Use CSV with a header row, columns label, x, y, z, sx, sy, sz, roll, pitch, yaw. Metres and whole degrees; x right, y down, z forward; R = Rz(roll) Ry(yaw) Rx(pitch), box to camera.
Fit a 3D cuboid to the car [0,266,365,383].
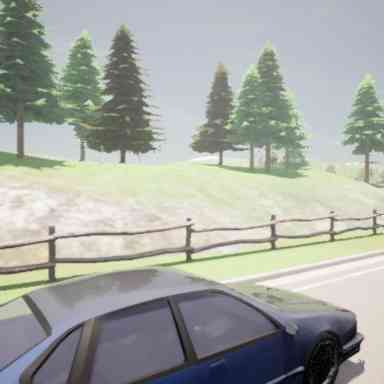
label,x,y,z,sx,sy,sz,roll,pitch,yaw
car,-0.388,1.559,3.462,5.357,1.411,2.033,0,0,-36
